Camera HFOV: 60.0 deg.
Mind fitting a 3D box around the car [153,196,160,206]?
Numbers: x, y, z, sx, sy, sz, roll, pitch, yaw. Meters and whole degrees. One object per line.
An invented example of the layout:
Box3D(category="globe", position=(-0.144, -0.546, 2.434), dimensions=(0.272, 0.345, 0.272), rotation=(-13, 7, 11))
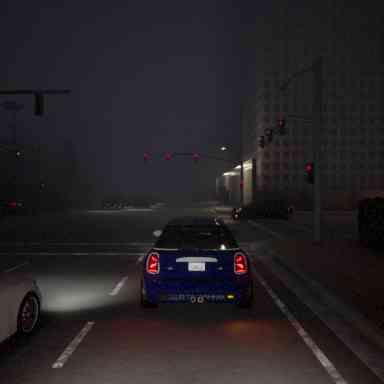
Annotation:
Box3D(category="car", position=(-6.947, 1.505, 55.239), dimensions=(1.837, 1.490, 4.892), rotation=(0, 0, 0))

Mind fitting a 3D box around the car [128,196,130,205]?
Box3D(category="car", position=(-10.455, 1.478, 53.885), dimensions=(1.882, 1.535, 5.008), rotation=(0, 0, 0))

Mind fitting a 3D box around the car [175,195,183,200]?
Box3D(category="car", position=(-3.298, 1.423, 83.794), dimensions=(1.895, 1.301, 4.718), rotation=(0, 0, 0))

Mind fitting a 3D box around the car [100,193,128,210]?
Box3D(category="car", position=(-10.484, 1.221, 44.114), dimensions=(2.150, 2.045, 5.566), rotation=(0, 0, 0))

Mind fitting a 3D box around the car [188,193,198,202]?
Box3D(category="car", position=(0.176, 1.531, 73.123), dimensions=(2.033, 1.411, 5.357), rotation=(0, 0, 0))

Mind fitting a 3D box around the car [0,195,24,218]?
Box3D(category="car", position=(-18.415, 1.276, 30.451), dimensions=(5.566, 2.045, 2.150), rotation=(0, 0, 0))

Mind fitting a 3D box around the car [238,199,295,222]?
Box3D(category="car", position=(5.403, 1.399, 26.600), dimensions=(4.553, 1.767, 2.097), rotation=(0, 0, -5))

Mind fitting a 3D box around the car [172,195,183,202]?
Box3D(category="car", position=(-3.323, 1.469, 73.542), dimensions=(1.882, 1.535, 5.008), rotation=(0, 0, 0))

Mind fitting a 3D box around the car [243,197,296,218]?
Box3D(category="car", position=(7.104, 1.408, 30.798), dimensions=(4.553, 1.767, 2.097), rotation=(0, 0, 5))

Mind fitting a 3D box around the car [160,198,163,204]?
Box3D(category="car", position=(-6.885, 1.564, 65.285), dimensions=(1.994, 1.385, 4.181), rotation=(0, 0, 0))

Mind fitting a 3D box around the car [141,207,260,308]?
Box3D(category="car", position=(0.102, 1.352, 8.070), dimensions=(2.097, 1.767, 4.553), rotation=(0, 0, 0))

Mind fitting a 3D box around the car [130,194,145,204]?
Box3D(category="car", position=(-10.396, 1.353, 63.666), dimensions=(2.097, 1.767, 4.553), rotation=(0, 0, 1))

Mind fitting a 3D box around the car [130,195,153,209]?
Box3D(category="car", position=(-6.973, 1.526, 46.345), dimensions=(1.812, 1.442, 4.674), rotation=(0, 0, 0))

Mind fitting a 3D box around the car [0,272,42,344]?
Box3D(category="car", position=(-3.430, 1.526, 3.640), dimensions=(1.812, 1.442, 4.674), rotation=(0, 0, 1))
